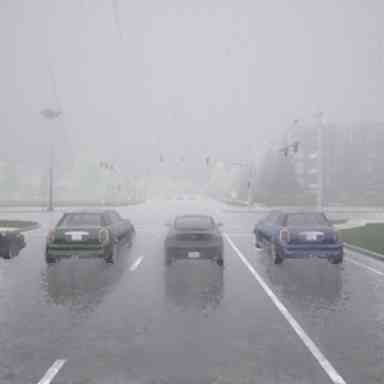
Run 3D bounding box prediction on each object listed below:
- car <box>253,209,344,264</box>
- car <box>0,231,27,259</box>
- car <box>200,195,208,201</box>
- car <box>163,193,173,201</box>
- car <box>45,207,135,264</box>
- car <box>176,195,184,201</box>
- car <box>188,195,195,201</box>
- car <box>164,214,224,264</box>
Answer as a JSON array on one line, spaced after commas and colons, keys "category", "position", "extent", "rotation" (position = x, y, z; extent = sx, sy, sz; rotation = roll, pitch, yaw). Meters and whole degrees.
[{"category": "car", "position": [3.574, 1.375, 12.023], "extent": [2.097, 1.767, 4.553], "rotation": [0, 0, 0]}, {"category": "car", "position": [-6.936, 1.565, 9.615], "extent": [2.033, 1.411, 5.357], "rotation": [0, 0, 0]}, {"category": "car", "position": [3.459, 1.650, 93.166], "extent": [1.882, 1.535, 5.008], "rotation": [0, 0, 0]}, {"category": "car", "position": [-7.041, 1.697, 93.159], "extent": [2.128, 1.511, 4.902], "rotation": [0, 0, 0]}, {"category": "car", "position": [-3.427, 1.375, 12.046], "extent": [2.097, 1.767, 4.553], "rotation": [0, 0, 0]}, {"category": "car", "position": [-3.541, 1.768, 93.608], "extent": [1.895, 1.301, 4.718], "rotation": [0, 0, 0]}, {"category": "car", "position": [-0.041, 1.726, 93.581], "extent": [1.994, 1.385, 4.181], "rotation": [0, 0, 0]}, {"category": "car", "position": [0.073, 1.528, 11.824], "extent": [1.837, 1.490, 4.892], "rotation": [0, 0, 0]}]
